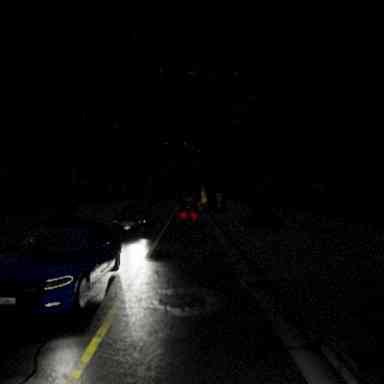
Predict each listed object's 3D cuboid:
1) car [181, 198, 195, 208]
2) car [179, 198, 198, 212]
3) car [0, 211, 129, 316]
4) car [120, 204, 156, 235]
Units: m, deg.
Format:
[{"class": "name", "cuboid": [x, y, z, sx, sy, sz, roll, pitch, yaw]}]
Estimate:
[{"class": "car", "cuboid": [-0.536, 1.529, 47.751, 1.895, 1.301, 4.718, 0, 0, 0]}, {"class": "car", "cuboid": [-0.377, 1.378, 36.604, 2.128, 1.511, 4.902, 0, 0, -1]}, {"class": "car", "cuboid": [-2.937, 1.435, 7.750, 1.882, 1.535, 5.008, 0, 0, -1]}, {"class": "car", "cuboid": [-3.061, 1.405, 18.117, 2.128, 1.511, 4.902, 0, 0, -1]}]
